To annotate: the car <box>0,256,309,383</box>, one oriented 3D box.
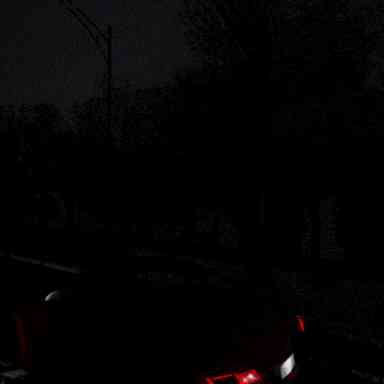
[{"bbox_3d":[-0.755,1.550,4.220,4.181,1.385,1.994,0,0,36],"label":"car"}]
